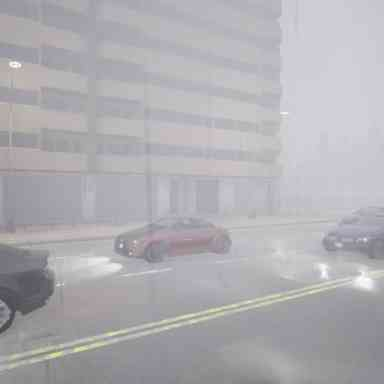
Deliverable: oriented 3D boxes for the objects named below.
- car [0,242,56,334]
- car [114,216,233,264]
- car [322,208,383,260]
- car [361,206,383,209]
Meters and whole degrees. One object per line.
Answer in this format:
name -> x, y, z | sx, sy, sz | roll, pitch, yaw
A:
car -> -4.741, 1.505, 5.109 | 4.892, 1.490, 1.837 | 0, 0, -32
car -> -0.599, 1.564, 11.856 | 4.181, 1.385, 1.994 | 0, 0, -32
car -> 6.918, 1.525, 12.453 | 4.674, 1.442, 1.812 | 0, 0, -32
car -> 10.260, 1.526, 18.667 | 4.674, 1.442, 1.812 | -1, 0, -32
